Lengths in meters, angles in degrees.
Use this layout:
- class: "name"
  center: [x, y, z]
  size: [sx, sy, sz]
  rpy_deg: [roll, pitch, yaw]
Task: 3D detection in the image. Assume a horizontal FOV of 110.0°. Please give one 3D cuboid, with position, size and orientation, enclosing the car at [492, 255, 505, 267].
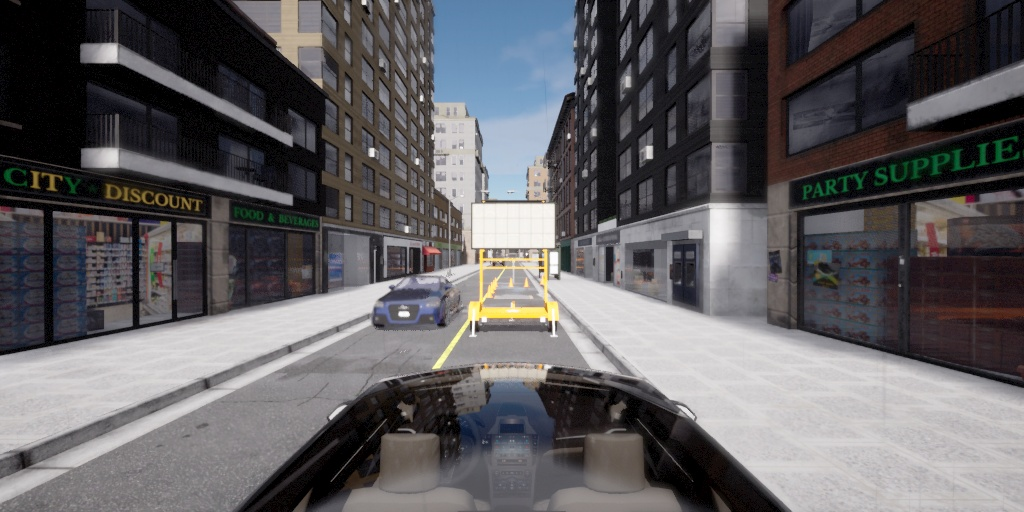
- class: "car"
  center: [-2.444, 0.927, 65.373]
  size: [2.150, 2.045, 5.566]
  rpy_deg: [0, 0, 0]

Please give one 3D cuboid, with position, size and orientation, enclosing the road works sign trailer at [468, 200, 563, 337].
- class: "road works sign trailer"
  center: [0.044, 0.213, 10.271]
  size: [2.380, 3.560, 2.880]
  rpy_deg: [0, 0, 0]

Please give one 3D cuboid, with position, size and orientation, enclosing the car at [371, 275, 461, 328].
- class: "car"
  center: [-2.799, 1.312, 11.297]
  size: [1.994, 1.385, 4.181]
  rpy_deg: [0, 0, 0]
